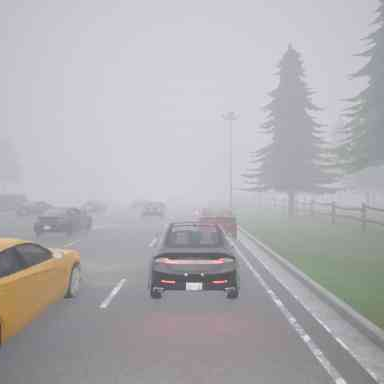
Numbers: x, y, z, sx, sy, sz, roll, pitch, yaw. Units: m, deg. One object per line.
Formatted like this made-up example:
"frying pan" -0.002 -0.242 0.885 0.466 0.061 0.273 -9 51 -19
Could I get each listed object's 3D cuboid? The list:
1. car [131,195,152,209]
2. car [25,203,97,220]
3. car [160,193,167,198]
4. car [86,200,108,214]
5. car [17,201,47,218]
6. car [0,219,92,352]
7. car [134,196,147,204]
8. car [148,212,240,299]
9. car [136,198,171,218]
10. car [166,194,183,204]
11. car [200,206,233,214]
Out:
"car" -6.875 1.525 44.164 1.812 1.442 4.674 0 0 0
"car" -6.898 1.526 18.152 1.812 1.442 4.674 0 0 0
"car" -6.923 1.524 89.588 1.812 1.442 4.674 0 0 0
"car" -10.370 1.564 35.338 1.994 1.385 4.181 0 0 0
"car" -13.888 1.525 29.831 1.812 1.442 4.674 0 0 0
"car" -3.396 1.477 5.436 1.882 1.535 5.008 0 0 0
"car" -10.341 1.564 67.396 1.994 1.385 4.181 0 0 0
"car" 0.059 1.492 8.439 2.128 1.511 4.902 0 0 0
"car" -3.375 1.547 30.201 2.033 1.411 5.357 0 0 0
"car" -3.344 1.547 65.175 2.033 1.411 5.357 0 0 0
"car" 1.240 1.478 17.780 1.882 1.535 5.008 0 0 0
